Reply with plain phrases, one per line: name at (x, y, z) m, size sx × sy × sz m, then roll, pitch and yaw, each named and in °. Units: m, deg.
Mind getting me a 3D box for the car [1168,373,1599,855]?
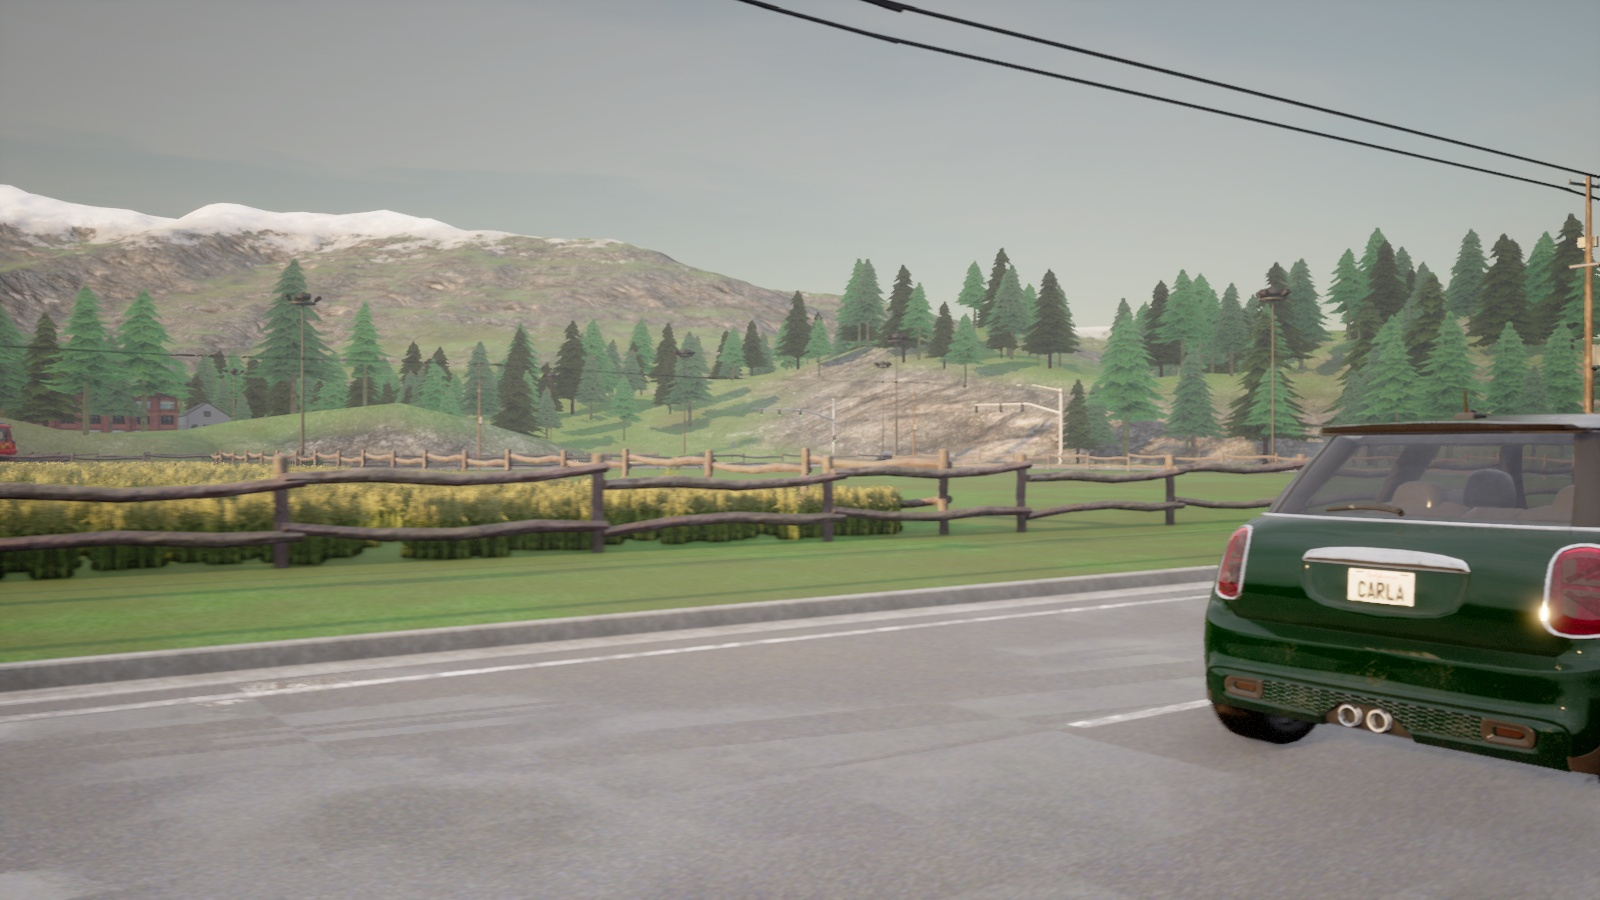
car at (4.287, 0.600, 6.644) m, size 4.553 × 1.767 × 2.097 m, roll 0°, pitch 0°, yaw -35°
